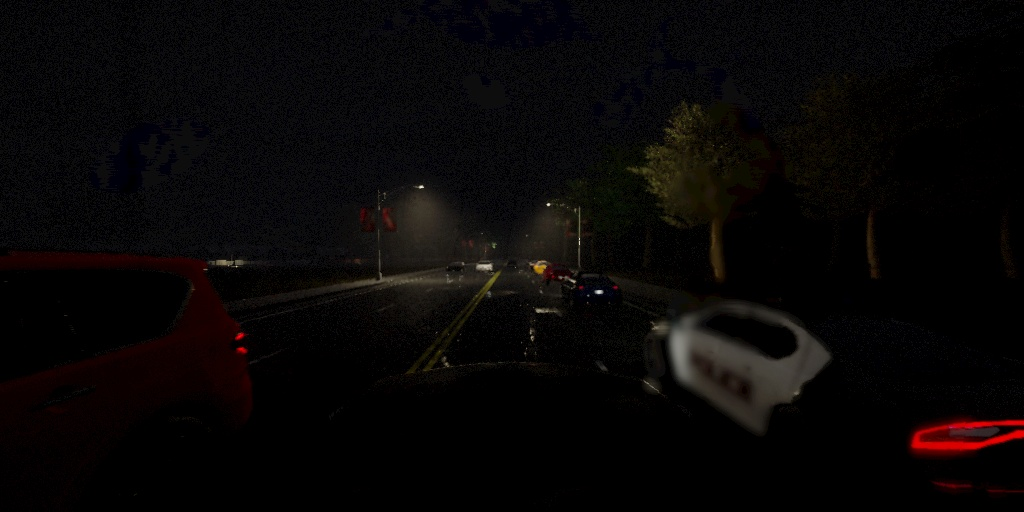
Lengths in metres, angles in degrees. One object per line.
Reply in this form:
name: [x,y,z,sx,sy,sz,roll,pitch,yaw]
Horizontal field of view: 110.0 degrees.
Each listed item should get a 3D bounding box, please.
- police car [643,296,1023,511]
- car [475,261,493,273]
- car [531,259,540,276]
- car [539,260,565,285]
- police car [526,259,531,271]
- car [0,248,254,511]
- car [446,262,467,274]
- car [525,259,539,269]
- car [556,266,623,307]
police car: [3.251,1.255,4.415,2.038,1.542,4.974,0,0,0]
car: [-3.315,1.289,43.408,1.812,1.442,4.674,0,0,0]
car: [3.265,1.215,37.608,1.801,1.575,5.366,0,0,0]
car: [3.254,1.280,26.452,1.812,1.442,4.674,0,0,0]
police car: [3.270,1.271,48.421,2.038,1.542,4.974,0,0,0]
car: [-3.352,0.973,0.842,2.150,2.045,5.566,0,0,0]
car: [-6.570,1.364,42.521,1.895,1.301,4.718,0,0,0]
car: [3.274,1.265,59.421,2.128,1.511,4.902,0,0,0]
car: [3.255,1.315,15.415,1.994,1.385,4.181,0,0,0]
